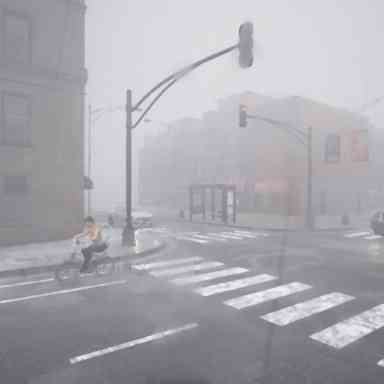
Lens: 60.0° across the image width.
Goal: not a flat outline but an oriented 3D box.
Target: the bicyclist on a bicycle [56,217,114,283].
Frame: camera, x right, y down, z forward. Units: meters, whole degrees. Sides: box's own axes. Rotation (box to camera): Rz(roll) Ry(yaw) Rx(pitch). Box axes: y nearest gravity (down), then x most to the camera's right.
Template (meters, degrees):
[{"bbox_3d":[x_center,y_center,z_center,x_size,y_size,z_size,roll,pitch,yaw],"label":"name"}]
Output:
[{"bbox_3d":[-2.679,1.435,8.455,1.509,1.612,0.866,0,0,-36],"label":"bicyclist on a bicycle"}]

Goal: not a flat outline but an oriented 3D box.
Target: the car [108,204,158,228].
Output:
[{"bbox_3d":[-4.046,1.561,21.995,1.812,1.442,4.674,0,0,-37],"label":"car"}]

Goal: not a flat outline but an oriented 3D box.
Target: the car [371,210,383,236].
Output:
[{"bbox_3d":[11.604,1.209,17.027,5.566,2.045,2.150,0,0,-31],"label":"car"}]
